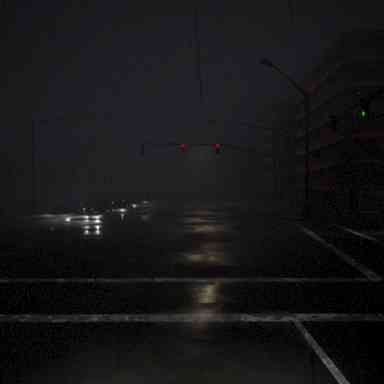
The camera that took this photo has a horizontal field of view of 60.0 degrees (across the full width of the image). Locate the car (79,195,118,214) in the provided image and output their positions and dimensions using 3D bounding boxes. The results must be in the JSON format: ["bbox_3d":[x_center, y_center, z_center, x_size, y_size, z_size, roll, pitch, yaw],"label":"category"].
[{"bbox_3d":[-9.521,1.367,34.267,2.128,1.511,4.902,0,1,1],"label":"car"}]

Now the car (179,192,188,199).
[{"bbox_3d":[-1.899,0.737,75.797,2.033,1.411,5.357,0,1,1],"label":"car"}]

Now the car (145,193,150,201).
[{"bbox_3d":[-9.096,0.943,63.488,2.033,1.411,5.357,0,1,1],"label":"car"}]

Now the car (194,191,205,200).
[{"bbox_3d":[1.571,0.851,65.415,2.128,1.511,4.902,0,1,1],"label":"car"}]

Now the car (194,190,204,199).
[{"bbox_3d":[1.601,0.551,75.805,2.097,1.767,4.553,0,1,1],"label":"car"}]

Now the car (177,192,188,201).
[{"bbox_3d":[-1.936,0.912,65.146,2.033,1.411,5.357,0,1,1],"label":"car"}]

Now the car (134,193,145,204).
[{"bbox_3d":[-9.282,1.129,52.953,2.033,1.411,5.357,0,1,1],"label":"car"}]

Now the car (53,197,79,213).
[{"bbox_3d":[-13.009,1.344,35.333,1.882,1.535,5.008,0,1,1],"label":"car"}]

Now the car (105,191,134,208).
[{"bbox_3d":[-9.404,1.103,43.308,2.097,1.767,4.553,0,1,1],"label":"car"}]
